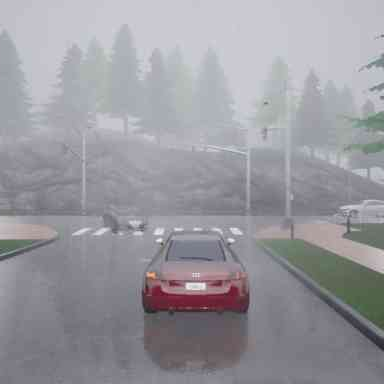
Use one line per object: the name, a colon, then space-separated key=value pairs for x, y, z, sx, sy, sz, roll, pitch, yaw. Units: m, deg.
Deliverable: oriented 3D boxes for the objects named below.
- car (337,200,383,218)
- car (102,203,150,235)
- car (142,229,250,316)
car: x=14.352 y=1.363 z=27.158 sx=4.674 sy=1.442 sz=1.812 roll=0 pitch=0 yaw=0
car: x=-3.903 y=1.436 z=19.188 sx=2.128 sy=1.511 sz=4.902 roll=0 pitch=1 yaw=-26
car: x=0.078 y=1.564 z=7.625 sx=1.994 sy=1.385 sz=4.181 roll=0 pitch=0 yaw=0
